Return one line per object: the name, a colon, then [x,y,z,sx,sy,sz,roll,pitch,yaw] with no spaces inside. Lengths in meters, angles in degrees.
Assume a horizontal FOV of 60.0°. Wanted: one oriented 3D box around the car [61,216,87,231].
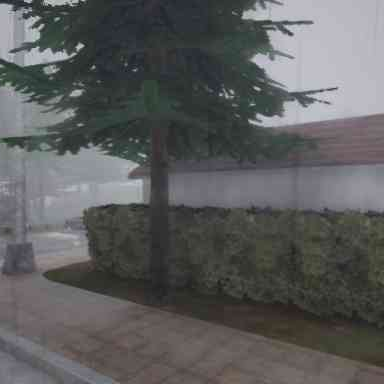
car: [-6.007,1.836,22.557,2.033,1.411,5.357,0,0,36]
